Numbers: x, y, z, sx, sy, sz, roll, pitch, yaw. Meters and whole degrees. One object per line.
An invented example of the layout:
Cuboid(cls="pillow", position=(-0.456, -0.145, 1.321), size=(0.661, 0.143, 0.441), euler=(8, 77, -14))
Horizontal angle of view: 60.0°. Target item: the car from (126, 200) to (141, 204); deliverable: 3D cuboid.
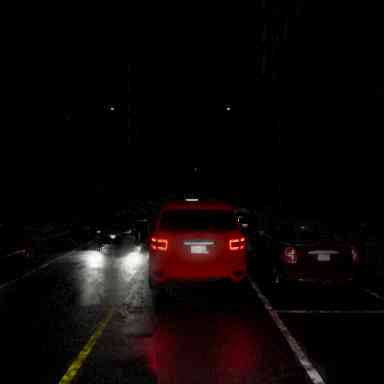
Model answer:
Cuboid(cls="car", position=(-5.663, 1.444, 31.141), size=(1.967, 1.590, 4.097), euler=(0, 0, 0))

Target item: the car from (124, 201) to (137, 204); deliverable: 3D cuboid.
Cuboid(cls="car", position=(-5.665, 1.584, 25.639), size=(1.802, 1.307, 4.206), euler=(0, 0, 0))

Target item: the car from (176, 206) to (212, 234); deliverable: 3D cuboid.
Cuboid(cls="car", position=(0.104, 1.602, 19.986), size=(1.895, 1.301, 4.718), euler=(0, 0, 0))

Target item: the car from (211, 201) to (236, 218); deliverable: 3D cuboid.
Cuboid(cls="car", position=(2.863, 1.569, 31.138), size=(1.947, 1.339, 4.313), euler=(0, 0, 0))

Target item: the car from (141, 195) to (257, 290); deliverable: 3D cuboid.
Cuboid(cls="car", position=(0.106, 1.221, 9.216), size=(2.150, 2.045, 5.566), euler=(0, 0, -1))

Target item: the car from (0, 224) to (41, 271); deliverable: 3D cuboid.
Cuboid(cls="car", position=(-5.669, 1.582, 9.135), size=(1.802, 1.307, 4.206), euler=(0, 0, 0))

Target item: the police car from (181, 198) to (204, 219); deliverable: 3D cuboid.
Cuboid(cls="police car", position=(0.008, 1.428, 30.250), size=(1.930, 1.638, 5.238), euler=(0, 0, 0))

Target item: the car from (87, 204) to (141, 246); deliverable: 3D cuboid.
Cuboid(cls="car", position=(-3.091, 1.505, 15.446), size=(1.837, 1.490, 4.892), euler=(0, 0, 0))

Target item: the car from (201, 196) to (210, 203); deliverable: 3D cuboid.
Cuboid(cls="car", position=(2.919, 1.580, 73.807), size=(1.752, 1.417, 4.829), euler=(0, 0, 0))

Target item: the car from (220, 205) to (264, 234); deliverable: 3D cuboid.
Cuboid(cls="car", position=(2.859, 1.552, 20.135), size=(2.008, 1.369, 4.403), euler=(0, 0, 0))

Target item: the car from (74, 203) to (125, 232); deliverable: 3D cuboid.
Cuboid(cls="car", position=(-5.666, 1.567, 20.138), size=(1.947, 1.339, 4.313), euler=(0, 0, 0))

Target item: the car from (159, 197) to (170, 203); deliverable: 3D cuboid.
Cuboid(cls="car", position=(-5.617, 1.626, 68.244), size=(1.802, 1.307, 4.206), euler=(0, 0, 0))

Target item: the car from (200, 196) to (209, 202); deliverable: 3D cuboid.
Cuboid(cls="car", position=(2.931, 1.617, 79.046), size=(2.008, 1.369, 4.403), euler=(0, 0, 0))

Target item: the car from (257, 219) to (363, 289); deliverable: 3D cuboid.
Cuboid(cls="car", position=(2.856, 1.440, 9.132), size=(1.967, 1.590, 4.097), euler=(0, 0, 0))
